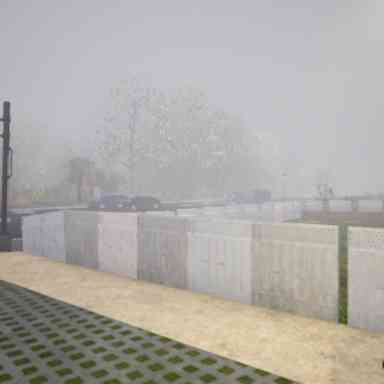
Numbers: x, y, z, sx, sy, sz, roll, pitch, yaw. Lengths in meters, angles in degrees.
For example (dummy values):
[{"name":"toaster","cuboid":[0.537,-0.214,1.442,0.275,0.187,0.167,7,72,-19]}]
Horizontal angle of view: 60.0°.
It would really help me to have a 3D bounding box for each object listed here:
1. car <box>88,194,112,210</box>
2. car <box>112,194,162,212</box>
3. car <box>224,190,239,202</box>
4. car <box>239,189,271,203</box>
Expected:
[{"name":"car","cuboid":[-8.445,0.932,34.749,1.882,1.535,5.008,3,3,41]},{"name":"car","cuboid":[-5.231,1.089,33.492,1.837,1.490,4.892,3,3,41]},{"name":"car","cuboid":[6.941,0.541,52.201,2.097,1.767,4.553,3,3,41]},{"name":"car","cuboid":[10.109,0.537,50.869,2.150,2.045,5.566,3,3,41]}]
